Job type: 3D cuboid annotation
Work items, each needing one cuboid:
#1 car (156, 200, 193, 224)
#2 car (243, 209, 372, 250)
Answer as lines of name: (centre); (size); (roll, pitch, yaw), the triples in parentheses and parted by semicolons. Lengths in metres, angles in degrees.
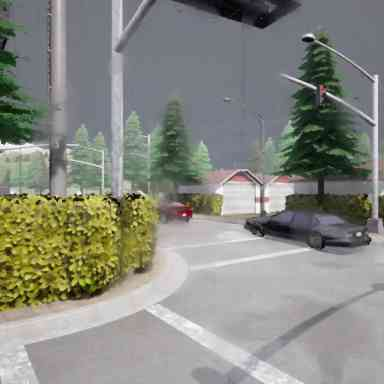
car: (-1.934, 1.304, 23.388); (1.882, 1.535, 5.008); (-1, 1, -35)
car: (4.665, 1.452, 14.236); (2.033, 1.411, 5.357); (0, 3, -35)
